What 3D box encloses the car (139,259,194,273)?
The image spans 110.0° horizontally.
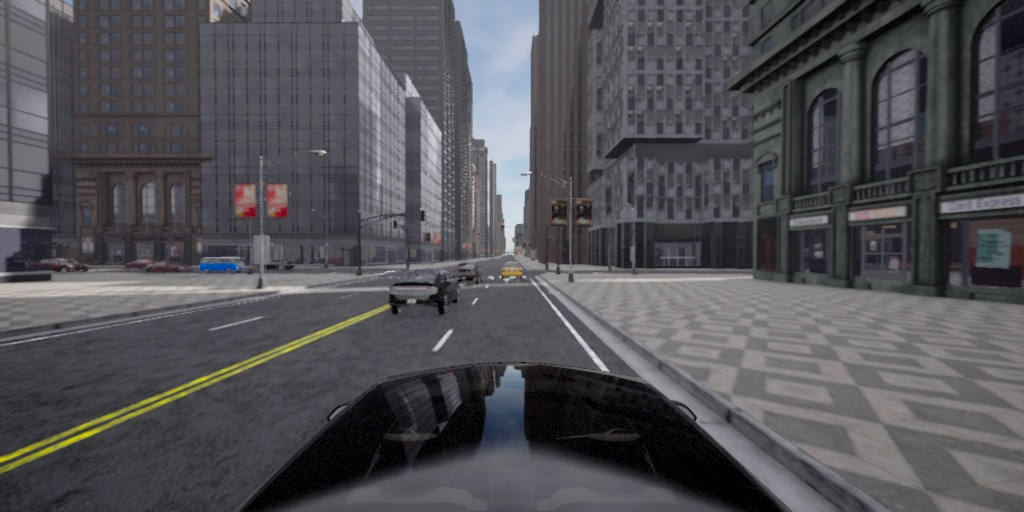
[{"bbox_3d":[-36.201,1.212,37.925,4.207,1.307,1.802,0,0,0],"label":"car"}]

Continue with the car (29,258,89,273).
[{"bbox_3d":[-47.499,1.005,37.933,4.097,1.591,1.967,0,0,0],"label":"car"}]

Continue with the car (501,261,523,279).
[{"bbox_3d":[0.011,1.189,31.713,1.801,1.575,5.366,0,0,0],"label":"car"}]

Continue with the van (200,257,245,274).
[{"bbox_3d":[-30.552,1.001,37.921,3.998,1.789,1.690,0,0,0],"label":"van"}]

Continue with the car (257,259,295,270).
[{"bbox_3d":[-30.547,1.112,46.445,4.313,1.339,1.948,0,0,0],"label":"car"}]

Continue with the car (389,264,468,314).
[{"bbox_3d":[-3.152,1.230,13.702,2.128,1.511,4.902,0,0,0],"label":"car"}]

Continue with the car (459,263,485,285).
[{"bbox_3d":[-3.152,1.238,26.081,1.837,1.490,4.892,0,0,0],"label":"car"}]
